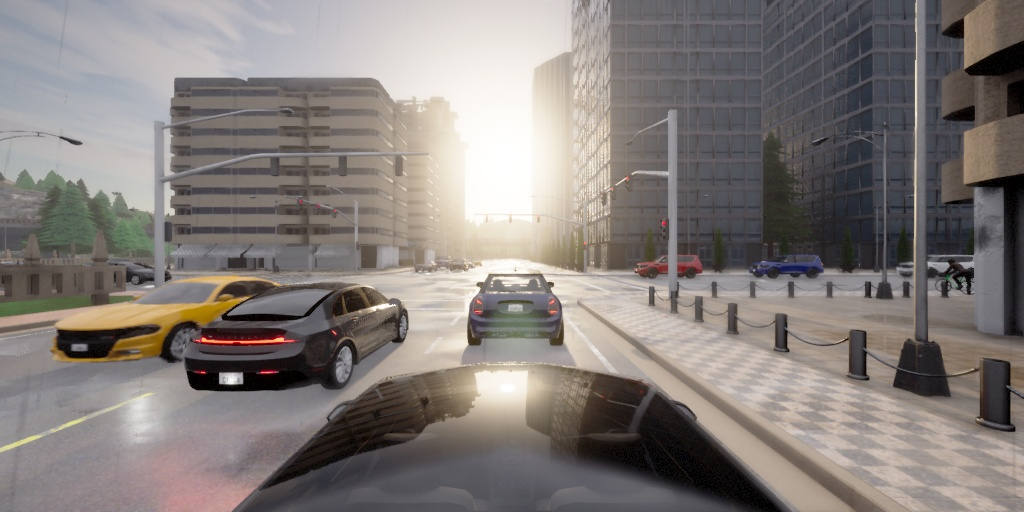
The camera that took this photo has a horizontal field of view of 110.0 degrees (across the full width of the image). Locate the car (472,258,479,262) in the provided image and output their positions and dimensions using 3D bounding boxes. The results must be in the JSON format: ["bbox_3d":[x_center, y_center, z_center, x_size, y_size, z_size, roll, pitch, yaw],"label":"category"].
[{"bbox_3d":[-7.021,1.297,57.723,2.033,1.411,5.357,0,0,0],"label":"car"}]

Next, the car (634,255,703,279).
[{"bbox_3d":[13.706,0.916,31.524,5.566,2.045,2.150,0,0,0],"label":"car"}]

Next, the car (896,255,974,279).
[{"bbox_3d":[37.220,0.915,31.361,5.566,2.045,2.150,0,0,1],"label":"car"}]

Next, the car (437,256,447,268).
[{"bbox_3d":[-10.535,0.966,54.810,2.150,2.045,5.566,0,1,0],"label":"car"}]

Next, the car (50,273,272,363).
[{"bbox_3d":[-7.096,1.227,8.383,1.882,1.535,5.008,0,0,0],"label":"car"}]

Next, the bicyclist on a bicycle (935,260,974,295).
[{"bbox_3d":[21.018,0.996,16.992,0.582,1.620,1.656,0,0,0],"label":"bicyclist on a bicycle"}]

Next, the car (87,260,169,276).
[{"bbox_3d":[-26.506,1.199,24.890,4.892,1.490,1.837,0,0,4],"label":"car"}]

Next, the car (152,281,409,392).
[{"bbox_3d":[-3.427,1.255,6.819,1.837,1.490,4.892,0,0,0],"label":"car"}]

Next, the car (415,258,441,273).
[{"bbox_3d":[-10.590,1.276,44.602,1.812,1.442,4.674,0,0,1],"label":"car"}]

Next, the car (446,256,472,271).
[{"bbox_3d":[-7.045,1.102,48.185,2.097,1.767,4.553,0,0,0],"label":"car"}]

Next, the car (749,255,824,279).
[{"bbox_3d":[24.026,0.916,31.455,5.566,2.045,2.150,0,0,1],"label":"car"}]

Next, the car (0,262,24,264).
[{"bbox_3d":[-36.409,1.199,26.235,4.892,1.490,1.837,0,0,15],"label":"car"}]

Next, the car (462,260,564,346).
[{"bbox_3d":[0.090,1.102,9.591,2.097,1.767,4.553,0,0,0],"label":"car"}]
